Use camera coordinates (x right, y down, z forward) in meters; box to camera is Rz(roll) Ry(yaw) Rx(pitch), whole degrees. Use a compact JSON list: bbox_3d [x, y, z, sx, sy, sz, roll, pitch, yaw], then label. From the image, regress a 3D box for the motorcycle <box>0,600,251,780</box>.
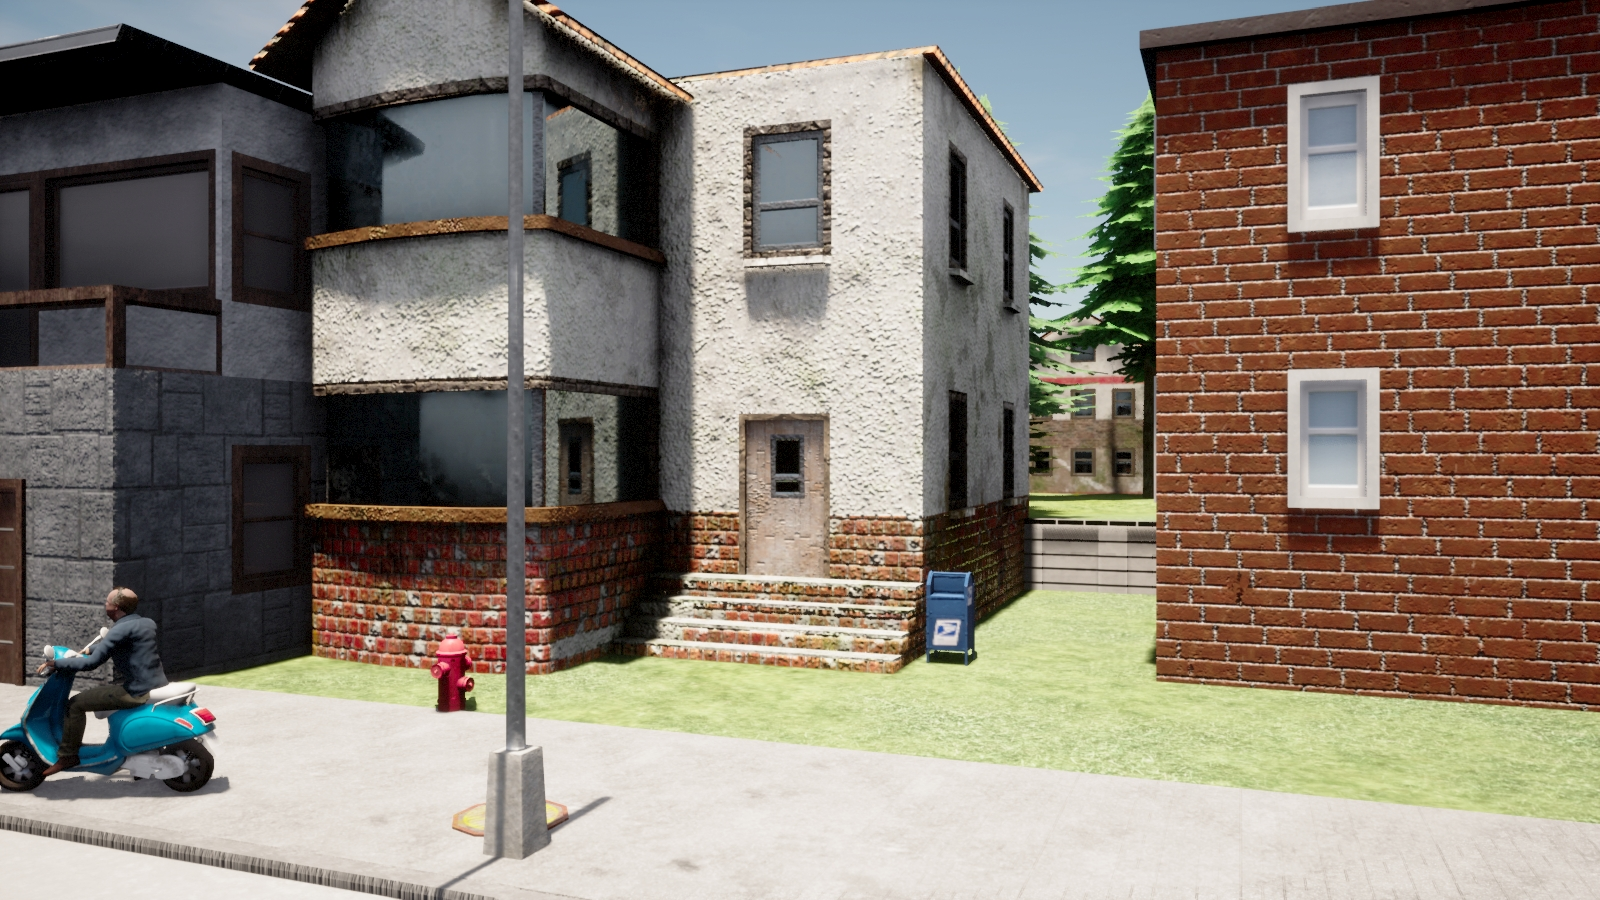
[{"bbox_3d":[-5.442,1.858,9.019,1.805,1.236,0.856,0,0,1],"label":"motorcycle"}]
